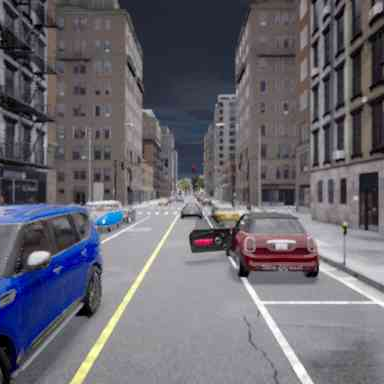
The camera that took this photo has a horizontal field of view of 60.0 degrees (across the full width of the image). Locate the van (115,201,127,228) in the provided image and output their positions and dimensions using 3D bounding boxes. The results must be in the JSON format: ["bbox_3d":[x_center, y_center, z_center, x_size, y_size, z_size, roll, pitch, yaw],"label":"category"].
[{"bbox_3d":[-5.410,1.436,20.461,1.690,1.788,3.998,0,0,0],"label":"van"}]

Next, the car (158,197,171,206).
[{"bbox_3d":[-5.448,1.820,63.659,1.752,1.417,4.829,0,0,0],"label":"car"}]

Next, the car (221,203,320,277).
[{"bbox_3d":[2.255,1.401,10.516,2.097,1.767,4.553,0,0,0],"label":"car"}]

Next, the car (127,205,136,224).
[{"bbox_3d":[-5.414,1.670,25.866,2.008,1.369,4.403,0,0,0],"label":"car"}]

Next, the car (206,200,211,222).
[{"bbox_3d":[2.610,1.696,31.281,2.008,1.369,4.403,0,0,0],"label":"car"}]

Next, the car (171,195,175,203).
[{"bbox_3d":[-5.459,1.912,75.191,1.947,1.339,4.313,0,0,0],"label":"car"}]

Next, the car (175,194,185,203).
[{"bbox_3d":[-2.826,1.868,80.120,1.837,1.490,4.892,0,0,0],"label":"car"}]

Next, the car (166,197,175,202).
[{"bbox_3d":[-5.470,1.946,86.554,2.008,1.369,4.403,0,0,0],"label":"car"}]

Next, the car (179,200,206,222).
[{"bbox_3d":[-0.026,1.706,30.674,1.994,1.385,4.181,0,0,0],"label":"car"}]

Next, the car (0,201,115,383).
[{"bbox_3d":[-2.851,1.243,4.612,2.150,2.045,5.566,0,0,0],"label":"car"}]

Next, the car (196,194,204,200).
[{"bbox_3d":[2.560,1.811,80.884,1.967,1.590,4.097,0,0,0],"label":"car"}]

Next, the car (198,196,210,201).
[{"bbox_3d":[2.582,1.820,58.157,2.008,1.369,4.403,0,0,0],"label":"car"}]

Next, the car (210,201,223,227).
[{"bbox_3d":[2.620,1.646,26.045,1.752,1.417,4.829,0,0,0],"label":"car"}]
